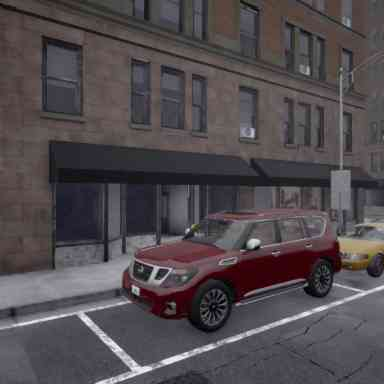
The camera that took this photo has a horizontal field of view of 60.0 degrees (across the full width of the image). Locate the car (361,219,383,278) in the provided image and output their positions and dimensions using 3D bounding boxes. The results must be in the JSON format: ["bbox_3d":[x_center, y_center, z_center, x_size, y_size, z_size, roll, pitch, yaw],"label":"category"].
[{"bbox_3d":[5.597,1.525,10.185,4.829,1.417,1.752,0,0,-35],"label":"car"}]

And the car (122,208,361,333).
[{"bbox_3d":[1.112,1.315,6.990,5.009,1.841,2.192,0,0,-35],"label":"car"}]
